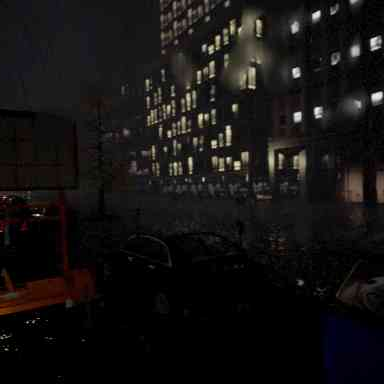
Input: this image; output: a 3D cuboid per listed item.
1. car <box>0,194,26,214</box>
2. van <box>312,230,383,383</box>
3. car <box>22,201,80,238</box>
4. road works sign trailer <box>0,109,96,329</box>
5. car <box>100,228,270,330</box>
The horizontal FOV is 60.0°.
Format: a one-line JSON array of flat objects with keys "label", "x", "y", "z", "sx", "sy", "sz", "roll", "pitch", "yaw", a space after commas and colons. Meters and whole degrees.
[{"label": "car", "x": -16.001, "y": 1.168, "z": 30.349, "sx": 2.008, "sy": 1.369, "sz": 4.403, "roll": -2, "pitch": 2, "yaw": -33}, {"label": "van", "x": 2.638, "y": 1.207, "z": 1.753, "sx": 1.690, "sy": 1.788, "sz": 3.998, "roll": -2, "pitch": 2, "yaw": -33}, {"label": "car", "x": -6.679, "y": 1.292, "z": 16.053, "sx": 2.008, "sy": 1.369, "sz": 4.403, "roll": -2, "pitch": 2, "yaw": -33}, {"label": "road works sign trailer", "x": -3.258, "y": 0.383, "z": 5.843, "sx": 2.380, "sy": 3.560, "sz": 2.880, "roll": -3, "pitch": 2, "yaw": -33}, {"label": "car", "x": -0.465, "y": 1.375, "z": 6.523, "sx": 2.008, "sy": 1.369, "sz": 4.403, "roll": -2, "pitch": 2, "yaw": -33}]
